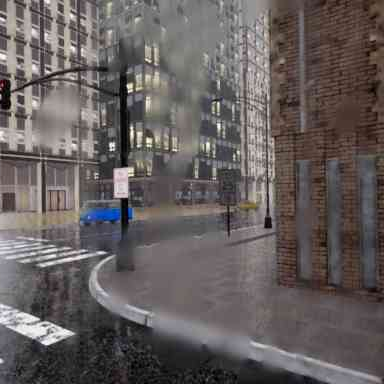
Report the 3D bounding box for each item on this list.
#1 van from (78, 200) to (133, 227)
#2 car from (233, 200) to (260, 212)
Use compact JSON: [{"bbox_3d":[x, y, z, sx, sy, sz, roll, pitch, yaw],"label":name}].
[{"bbox_3d":[-6.030,1.460,23.500,1.690,1.788,3.998,-2,-1,36],"label":"van"},{"bbox_3d":[6.805,1.689,41.409,1.752,1.417,4.829,-2,-1,36],"label":"car"}]
